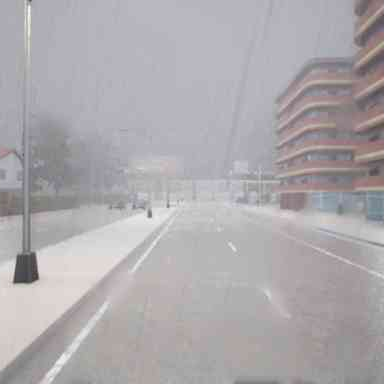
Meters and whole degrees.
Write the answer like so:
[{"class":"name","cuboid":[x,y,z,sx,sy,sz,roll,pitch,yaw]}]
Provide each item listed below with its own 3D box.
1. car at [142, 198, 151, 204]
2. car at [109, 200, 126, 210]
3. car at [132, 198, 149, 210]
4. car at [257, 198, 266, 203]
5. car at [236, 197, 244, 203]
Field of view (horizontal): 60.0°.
[{"class":"car","cuboid":[-11.525,2.326,84.329,1.812,1.442,4.674,0,-1,0]},{"class":"car","cuboid":[-11.519,1.984,51.436,2.128,1.511,4.902,0,-1,0]},{"class":"car","cuboid":[-8.019,1.984,51.437,2.128,1.511,4.902,0,-1,0]},{"class":"car","cuboid":[18.928,2.318,90.619,1.970,1.475,3.806,0,-1,0]},{"class":"car","cuboid":[13.184,2.150,89.857,2.242,1.667,4.611,0,-1,0]}]
